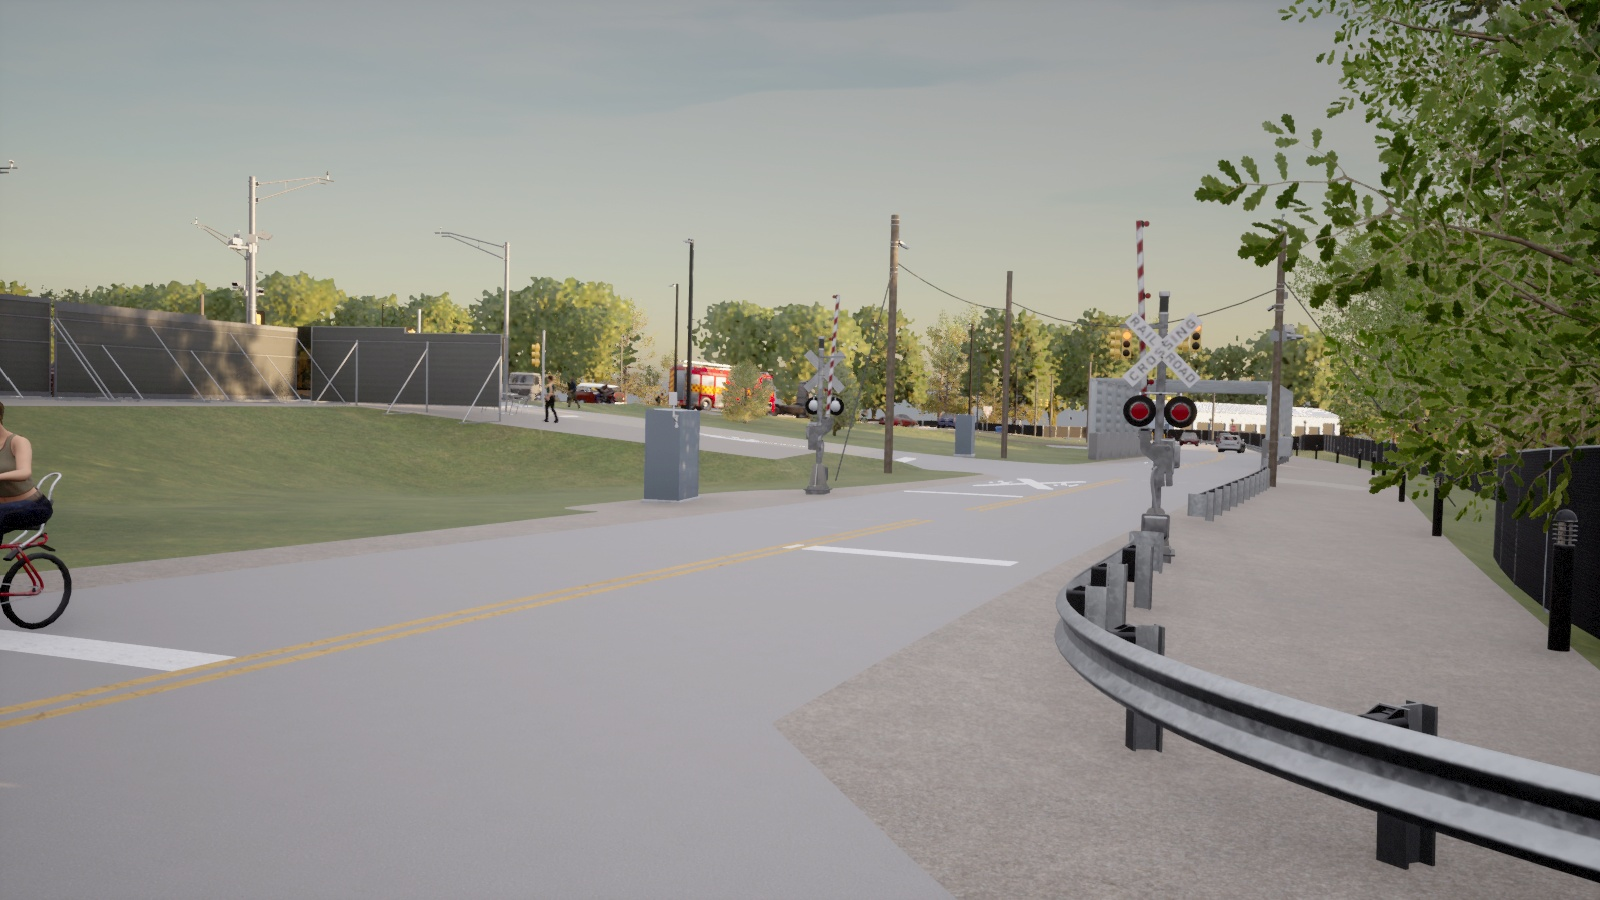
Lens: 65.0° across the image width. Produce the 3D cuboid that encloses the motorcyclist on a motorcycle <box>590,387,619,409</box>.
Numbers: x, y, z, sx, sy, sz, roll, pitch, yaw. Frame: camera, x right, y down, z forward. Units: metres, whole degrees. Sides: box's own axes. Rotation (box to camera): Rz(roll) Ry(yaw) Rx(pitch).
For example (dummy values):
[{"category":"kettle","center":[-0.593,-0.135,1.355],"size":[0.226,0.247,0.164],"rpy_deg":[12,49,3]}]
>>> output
[{"category":"motorcyclist on a motorcycle","center":[-13.970,-3.727,89.766],"size":[0.866,1.530,2.191],"rpy_deg":[3,2,32]}]

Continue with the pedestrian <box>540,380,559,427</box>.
[{"category":"pedestrian","center":[-9.731,-1.810,48.776],"size":[0.594,1.836,0.345],"rpy_deg":[1,3,17]}]

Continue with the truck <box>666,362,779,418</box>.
[{"category":"truck","center":[-5.967,-4.609,97.745],"size":[8.468,3.827,2.891],"rpy_deg":[3,1,-39]}]

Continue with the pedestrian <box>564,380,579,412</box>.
[{"category":"pedestrian","center":[-13.039,-3.079,71.610],"size":[0.402,1.842,0.726],"rpy_deg":[3,4,38]}]

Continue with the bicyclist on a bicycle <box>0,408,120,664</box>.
[{"category":"bicyclist on a bicycle","center":[-5.397,0.536,8.178],"size":[0.866,1.612,1.509],"rpy_deg":[1,1,19]}]
